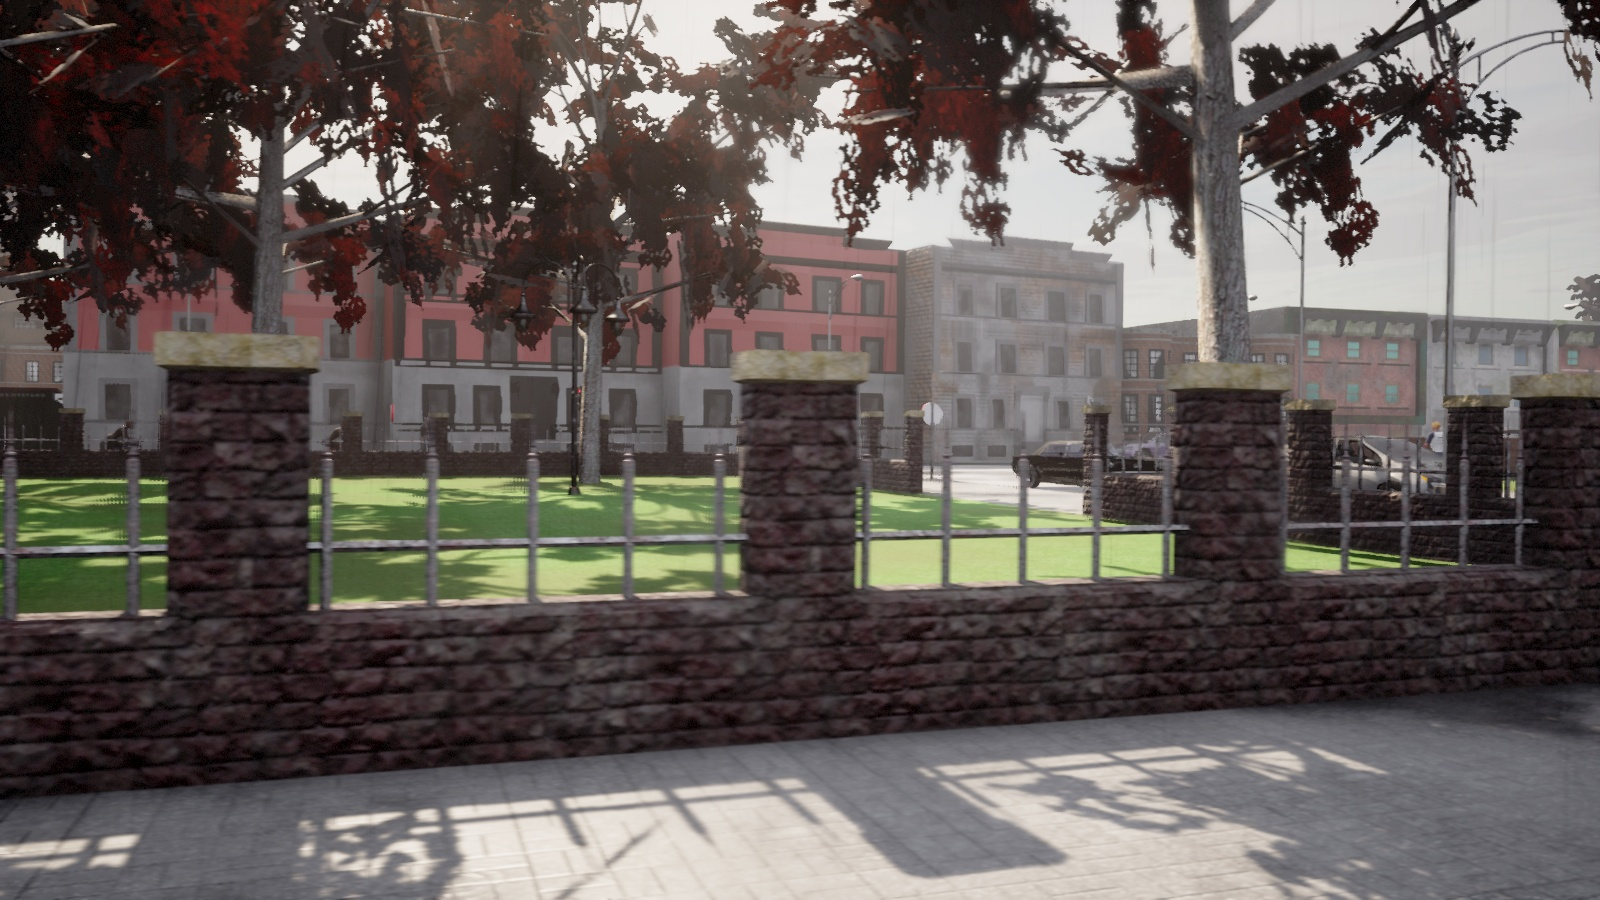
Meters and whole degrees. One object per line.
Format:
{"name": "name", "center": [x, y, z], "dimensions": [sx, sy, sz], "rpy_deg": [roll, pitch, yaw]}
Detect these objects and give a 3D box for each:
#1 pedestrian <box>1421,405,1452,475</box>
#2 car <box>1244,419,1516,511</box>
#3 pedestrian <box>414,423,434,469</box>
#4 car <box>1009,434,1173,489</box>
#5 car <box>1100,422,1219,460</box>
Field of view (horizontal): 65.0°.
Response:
{"name": "pedestrian", "center": [17.022, -0.271, 33.592], "dimensions": [0.354, 1.836, 0.706], "rpy_deg": [-1, 1, -11]}
{"name": "car", "center": [10.683, 0.217, 23.538], "dimensions": [2.007, 1.525, 4.514], "rpy_deg": [-1, 1, -20]}
{"name": "pedestrian", "center": [-15.157, -0.156, 50.646], "dimensions": [0.720, 1.854, 0.376], "rpy_deg": [-1, 1, -15]}
{"name": "car", "center": [7.508, 0.252, 32.921], "dimensions": [1.895, 1.301, 4.718], "rpy_deg": [-1, 1, -21]}
{"name": "car", "center": [16.279, -0.429, 56.894], "dimensions": [4.856, 1.649, 2.033], "rpy_deg": [-1, 1, -19]}
